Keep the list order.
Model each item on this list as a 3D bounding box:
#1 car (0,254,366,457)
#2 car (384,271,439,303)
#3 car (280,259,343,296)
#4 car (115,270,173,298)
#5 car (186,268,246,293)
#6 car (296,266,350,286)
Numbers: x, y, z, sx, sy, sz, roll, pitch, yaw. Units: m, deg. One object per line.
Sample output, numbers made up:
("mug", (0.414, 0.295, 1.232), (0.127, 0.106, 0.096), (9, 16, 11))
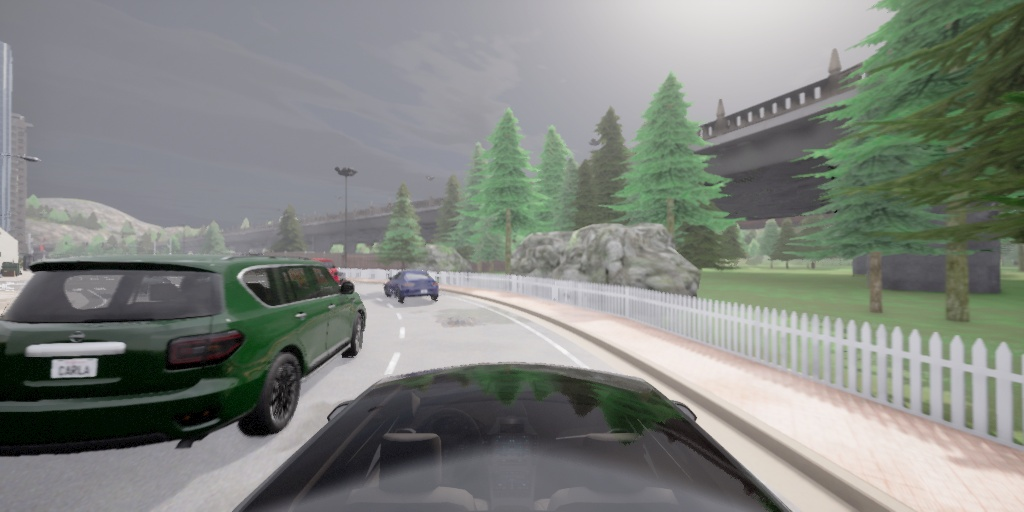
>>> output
("car", (-3.921, 1.018, 5.502), (2.150, 2.045, 5.566), (0, -1, -9))
("car", (-5.097, 1.453, 18.037), (1.812, 1.442, 4.674), (0, -1, -30))
("car", (-12.713, 1.211, 22.504), (2.150, 2.045, 5.566), (1, -1, -43))
("car", (-21.636, 1.556, 21.050), (4.181, 1.385, 1.994), (-1, -1, 39))
("car", (-20.278, 1.571, 24.475), (5.357, 1.411, 2.033), (-1, -1, 38))
("car", (-15.713, 1.615, 29.663), (5.357, 1.411, 2.033), (-1, -1, 40))
